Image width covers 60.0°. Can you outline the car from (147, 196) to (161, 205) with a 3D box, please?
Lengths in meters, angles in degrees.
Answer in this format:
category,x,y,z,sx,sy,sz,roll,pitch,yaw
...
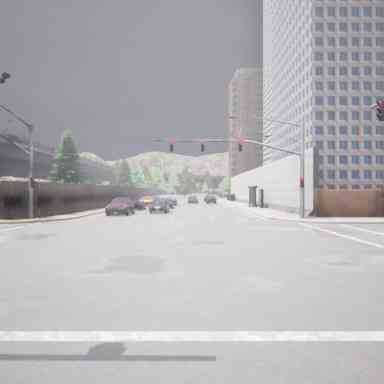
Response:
category,x,y,z,sx,sy,sz,roll,pitch,yaw
car,-6.965,1.478,61.429,1.882,1.535,5.008,0,0,1

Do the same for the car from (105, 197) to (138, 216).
category,x,y,z,sx,sy,sz,roll,pitch,yaw
car,-7.041,1.352,32.855,2.097,1.767,4.553,0,0,0

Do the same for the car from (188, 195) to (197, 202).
category,x,y,z,sx,sy,sz,roll,pitch,yaw
car,0.123,1.478,74.623,1.882,1.535,5.008,0,0,0

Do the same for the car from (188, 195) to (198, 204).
category,x,y,z,sx,sy,sz,roll,pitch,yaw
car,0.214,1.564,64.675,1.994,1.385,4.181,0,0,-1

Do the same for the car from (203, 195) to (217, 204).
category,x,y,z,sx,sy,sz,roll,pitch,yaw
car,3.703,1.505,64.098,1.837,1.490,4.892,0,0,0

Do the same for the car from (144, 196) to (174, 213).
category,x,y,z,sx,sy,sz,roll,pitch,yaw
car,-3.530,1.492,36.438,2.128,1.511,4.902,0,0,0

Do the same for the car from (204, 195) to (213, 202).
category,x,y,z,sx,sy,sz,roll,pitch,yaw
car,3.621,1.500,74.494,1.837,1.490,4.892,0,0,0

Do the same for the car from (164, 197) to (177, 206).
category,x,y,z,sx,sy,sz,roll,pitch,yaw
car,-3.488,1.601,55.340,1.895,1.301,4.718,0,0,0

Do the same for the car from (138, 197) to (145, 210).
category,x,y,z,sx,sy,sz,roll,pitch,yaw
car,-7.026,1.601,41.840,1.895,1.301,4.718,0,0,0

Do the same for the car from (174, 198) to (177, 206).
category,x,y,z,sx,sy,sz,roll,pitch,yaw
car,-3.525,1.564,45.358,1.994,1.385,4.181,0,0,-1

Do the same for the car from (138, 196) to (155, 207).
category,x,y,z,sx,sy,sz,roll,pitch,yaw
car,-7.005,1.478,51.356,1.882,1.535,5.008,0,0,0
